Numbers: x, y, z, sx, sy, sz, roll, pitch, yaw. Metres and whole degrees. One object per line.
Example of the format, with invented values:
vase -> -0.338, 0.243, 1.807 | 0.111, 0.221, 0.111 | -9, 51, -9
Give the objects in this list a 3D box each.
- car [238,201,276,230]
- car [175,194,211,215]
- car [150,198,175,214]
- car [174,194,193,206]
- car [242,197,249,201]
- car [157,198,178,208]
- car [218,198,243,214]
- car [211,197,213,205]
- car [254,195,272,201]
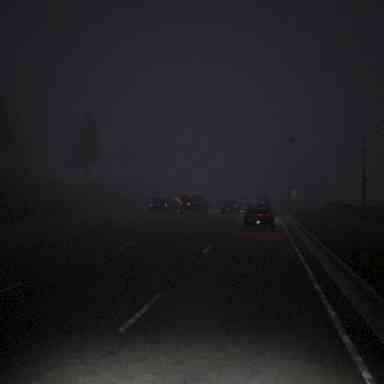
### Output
car -> 4.482, 1.597, 22.126 | 2.128, 1.511, 4.902 | 1, 0, 13
car -> 0.258, 1.312, 35.363 | 2.150, 2.045, 5.566 | 1, 0, 13
car -> -3.016, 1.408, 36.763 | 2.097, 1.767, 4.553 | 1, 0, 13
car -> -1.429, 1.353, 60.007 | 2.150, 2.045, 5.566 | 1, 0, 13
car -> 9.517, 1.761, 60.864 | 1.837, 1.490, 4.892 | 1, -1, 13
car -> -3.609, 1.646, 50.231 | 1.994, 1.385, 4.181 | 1, 0, 13
car -> 4.431, 1.670, 38.012 | 1.812, 1.442, 4.674 | 1, 0, 13
car -> 2.391, 1.394, 61.053 | 2.150, 2.045, 5.566 | 1, -1, 13
car -> 9.905, 1.449, 46.488 | 2.150, 2.045, 5.566 | 1, 0, 13
